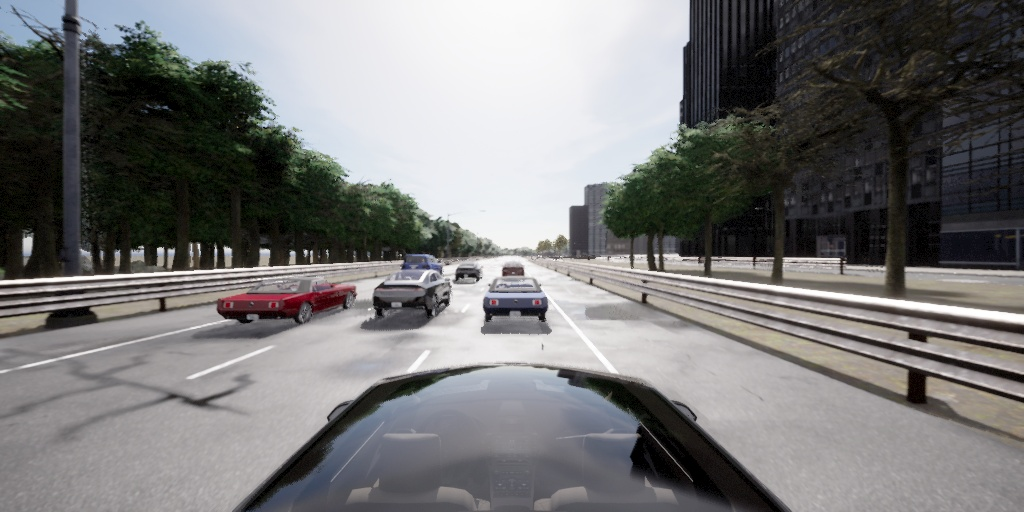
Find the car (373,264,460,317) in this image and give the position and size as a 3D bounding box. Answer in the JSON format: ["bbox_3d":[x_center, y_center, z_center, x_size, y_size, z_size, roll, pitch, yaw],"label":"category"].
[{"bbox_3d":[-3.399,1.219,12.990,2.128,1.511,4.902,0,0,0],"label":"car"}]

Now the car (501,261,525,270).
[{"bbox_3d":[0.098,1.166,30.333,1.882,1.535,5.008,0,0,0],"label":"car"}]

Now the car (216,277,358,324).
[{"bbox_3d":[-6.900,1.331,11.774,1.895,1.301,4.718,0,0,0],"label":"car"}]

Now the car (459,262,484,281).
[{"bbox_3d":[-3.401,1.197,28.916,1.837,1.490,4.892,0,0,0],"label":"car"}]

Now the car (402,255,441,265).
[{"bbox_3d":[-6.901,0.916,27.905,2.150,2.045,5.566,0,0,0],"label":"car"}]

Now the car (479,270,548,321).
[{"bbox_3d":[0.099,1.330,12.298,1.895,1.301,4.718,0,0,0],"label":"car"}]
